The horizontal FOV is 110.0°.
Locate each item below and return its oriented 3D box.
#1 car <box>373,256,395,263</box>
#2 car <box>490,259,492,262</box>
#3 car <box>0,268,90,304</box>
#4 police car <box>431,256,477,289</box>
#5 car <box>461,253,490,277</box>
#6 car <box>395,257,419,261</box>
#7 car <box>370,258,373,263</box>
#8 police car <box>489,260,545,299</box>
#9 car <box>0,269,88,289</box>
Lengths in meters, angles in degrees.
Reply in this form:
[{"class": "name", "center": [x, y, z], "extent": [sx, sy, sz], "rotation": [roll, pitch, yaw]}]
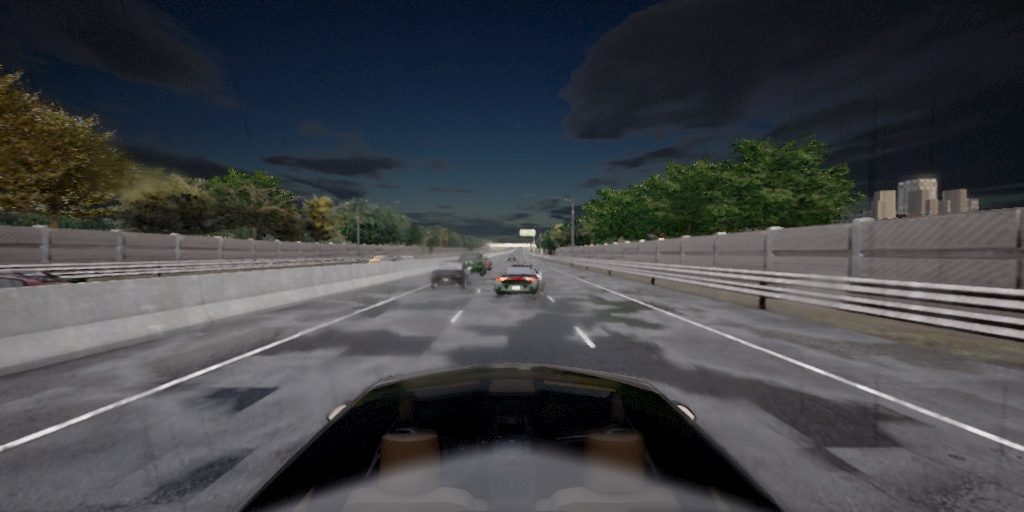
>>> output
[{"class": "car", "center": [-17.582, 0.835, 51.517], "extent": [2.128, 1.511, 4.902], "rotation": [0, 1, 0]}, {"class": "car", "center": [-3.518, 0.771, 43.407], "extent": [2.097, 1.767, 4.553], "rotation": [0, 1, 0]}, {"class": "car", "center": [-21.102, 1.252, 14.770], "extent": [1.895, 1.301, 4.718], "rotation": [0, 0, 0]}, {"class": "police car", "center": [-3.508, 1.025, 21.547], "extent": [1.930, 1.638, 5.238], "rotation": [0, 0, 0]}, {"class": "car", "center": [-3.513, 0.734, 32.466], "extent": [2.150, 2.045, 5.566], "rotation": [0, 0, 0]}, {"class": "car", "center": [-14.079, 0.905, 49.978], "extent": [2.033, 1.411, 5.357], "rotation": [0, 1, 1]}, {"class": "car", "center": [-21.053, 0.765, 57.379], "extent": [1.882, 1.535, 5.008], "rotation": [0, 1, 0]}, {"class": "police car", "center": [0.474, 1.137, 17.467], "extent": [2.038, 1.542, 4.974], "rotation": [0, 0, 8]}, {"class": "car", "center": [-14.100, 1.176, 8.641], "extent": [1.882, 1.535, 5.008], "rotation": [0, 0, 0]}]
